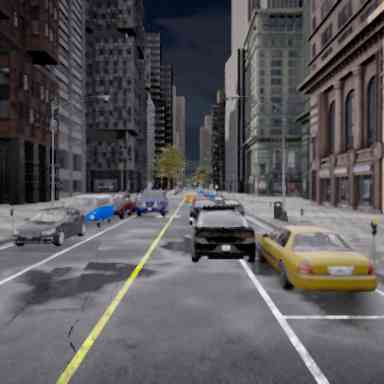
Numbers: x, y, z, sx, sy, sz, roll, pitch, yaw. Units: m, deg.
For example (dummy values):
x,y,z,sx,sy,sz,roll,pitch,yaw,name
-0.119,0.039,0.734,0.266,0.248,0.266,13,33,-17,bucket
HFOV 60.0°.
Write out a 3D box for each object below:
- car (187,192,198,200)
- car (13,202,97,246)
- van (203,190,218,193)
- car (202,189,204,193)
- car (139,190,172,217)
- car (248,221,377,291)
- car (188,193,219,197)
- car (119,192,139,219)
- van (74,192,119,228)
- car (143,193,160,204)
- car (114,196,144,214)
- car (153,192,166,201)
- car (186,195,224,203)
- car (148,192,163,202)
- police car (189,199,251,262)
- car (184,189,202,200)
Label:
x,y,z,sx,sy,sz,roll,pitch,yaw,name
0.123,0.669,62.658,1.994,1.385,4.181,0,1,0,car
-5.739,1.350,13.930,2.008,1.369,4.403,0,1,0,car
2.870,0.667,47.043,1.690,1.788,3.998,0,1,0,van
2.893,0.714,58.094,1.887,1.381,4.507,0,1,0,car
-3.046,0.837,26.750,2.150,2.045,5.566,0,1,0,car
2.788,1.401,8.545,1.752,1.417,4.829,0,1,0,car
0.852,1.085,27.388,1.882,1.535,5.008,0,1,-2,car
-5.719,0.956,24.977,2.192,1.841,5.009,0,1,0,car
-5.729,1.061,19.453,1.690,1.788,3.998,0,1,0,van
-5.682,0.870,47.080,1.887,1.381,4.507,0,1,0,car
-5.710,1.107,30.505,1.887,1.381,4.507,0,1,0,car
-5.662,0.714,58.129,1.887,1.381,4.507,0,1,0,car
0.835,1.171,21.438,1.882,1.535,5.008,0,1,2,car
-5.672,0.792,52.605,1.887,1.381,4.507,0,1,0,car
0.923,1.258,11.524,1.930,1.638,5.238,0,1,0,police car
0.104,0.782,48.594,1.882,1.535,5.008,0,1,1,car
